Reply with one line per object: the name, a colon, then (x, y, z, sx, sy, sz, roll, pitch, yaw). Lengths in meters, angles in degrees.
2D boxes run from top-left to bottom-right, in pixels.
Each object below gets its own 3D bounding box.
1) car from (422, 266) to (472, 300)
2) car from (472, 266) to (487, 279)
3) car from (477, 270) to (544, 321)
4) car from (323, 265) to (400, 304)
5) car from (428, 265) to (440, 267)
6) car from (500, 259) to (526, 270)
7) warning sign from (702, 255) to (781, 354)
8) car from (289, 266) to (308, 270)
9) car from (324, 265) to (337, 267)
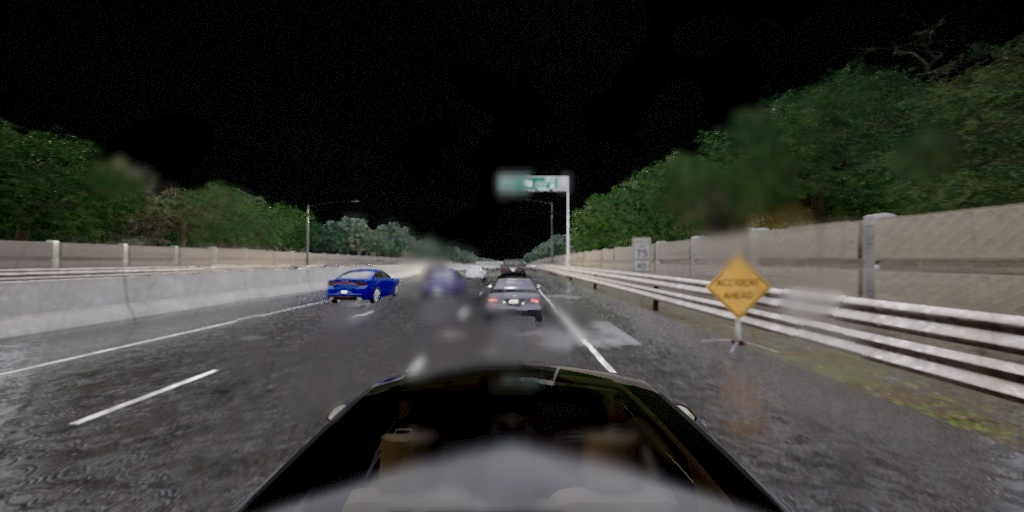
car: (-3.402, 1.423, 18.743, 1.812, 1.442, 4.674, 0, -1, 0)
car: (-3.397, 1.632, 34.226, 1.812, 1.442, 4.674, 0, -1, 0)
car: (0.087, 1.382, 12.843, 2.033, 1.411, 5.357, 0, -1, 0)
car: (-6.906, 1.358, 17.238, 1.882, 1.535, 5.008, 0, -1, 0)
car: (-6.899, 1.597, 33.206, 1.837, 1.490, 4.892, 0, -1, 0)
car: (0.103, 1.301, 32.344, 2.150, 2.045, 5.566, 0, -1, 0)
warning sign: (4.551, 0.900, 7.209, 1.300, 1.860, 1.060, 0, 0, 0)
car: (-24.582, 1.799, 40.629, 1.895, 1.301, 4.718, 0, -1, 0)
car: (-21.080, 1.777, 41.680, 1.994, 1.385, 4.181, 0, -1, 0)
